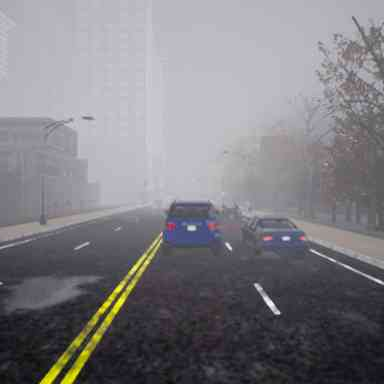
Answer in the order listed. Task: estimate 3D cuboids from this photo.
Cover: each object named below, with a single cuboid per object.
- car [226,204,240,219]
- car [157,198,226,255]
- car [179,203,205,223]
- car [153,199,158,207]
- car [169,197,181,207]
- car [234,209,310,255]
[{"bbox_3d":[3.234,1.773,29.300,2.128,1.511,4.902,0,0,0],"label":"car"},{"bbox_3d":[-0.008,1.351,14.022,2.150,2.045,5.566,0,0,0],"label":"car"},{"bbox_3d":[-0.016,1.773,29.306,2.128,1.511,4.902,0,0,0],"label":"car"},{"bbox_3d":[-6.553,2.114,65.957,1.812,1.442,4.674,0,0,0],"label":"car"},{"bbox_3d":[-3.305,1.944,66.015,2.097,1.767,4.553,0,0,0],"label":"car"},{"bbox_3d":[3.242,1.682,13.991,2.033,1.411,5.357,0,-1,0],"label":"car"}]
